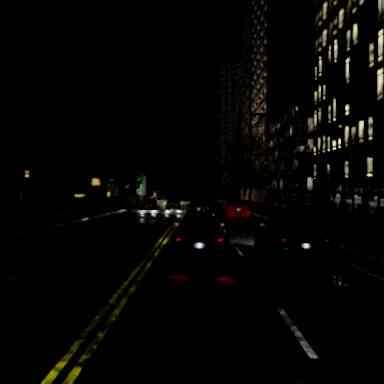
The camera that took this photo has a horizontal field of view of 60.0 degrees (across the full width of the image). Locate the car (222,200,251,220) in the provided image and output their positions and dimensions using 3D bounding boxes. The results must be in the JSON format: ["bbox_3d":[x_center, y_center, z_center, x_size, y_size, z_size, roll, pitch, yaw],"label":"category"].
[{"bbox_3d":[3.847,1.462,29.252,2.097,1.767,4.553,0,0,1],"label":"car"}]

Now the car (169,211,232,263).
[{"bbox_3d":[0.270,1.600,12.090,1.994,1.385,4.181,0,0,1],"label":"car"}]

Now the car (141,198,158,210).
[{"bbox_3d":[-5.771,1.632,45.437,1.837,1.490,4.892,0,-1,1],"label":"car"}]

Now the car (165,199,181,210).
[{"bbox_3d":[-2.527,1.667,45.174,1.812,1.442,4.674,0,0,1],"label":"car"}]

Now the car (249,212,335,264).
[{"bbox_3d":[3.520,1.617,12.135,1.994,1.385,4.181,0,0,1],"label":"car"}]

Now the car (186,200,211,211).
[{"bbox_3d":[0.597,1.446,29.296,2.097,1.767,4.553,0,0,1],"label":"car"}]
